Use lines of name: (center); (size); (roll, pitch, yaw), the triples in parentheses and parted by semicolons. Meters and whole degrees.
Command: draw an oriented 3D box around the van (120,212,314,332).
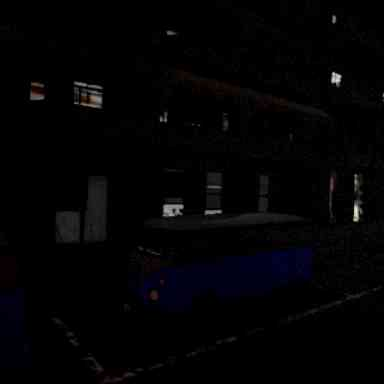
van: (0.679, 1.336, 6.555); (3.998, 1.788, 1.690); (0, 2, -35)

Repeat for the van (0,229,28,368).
van: (-3.824, 1.343, 3.341); (3.998, 1.788, 1.690); (0, 2, -35)
